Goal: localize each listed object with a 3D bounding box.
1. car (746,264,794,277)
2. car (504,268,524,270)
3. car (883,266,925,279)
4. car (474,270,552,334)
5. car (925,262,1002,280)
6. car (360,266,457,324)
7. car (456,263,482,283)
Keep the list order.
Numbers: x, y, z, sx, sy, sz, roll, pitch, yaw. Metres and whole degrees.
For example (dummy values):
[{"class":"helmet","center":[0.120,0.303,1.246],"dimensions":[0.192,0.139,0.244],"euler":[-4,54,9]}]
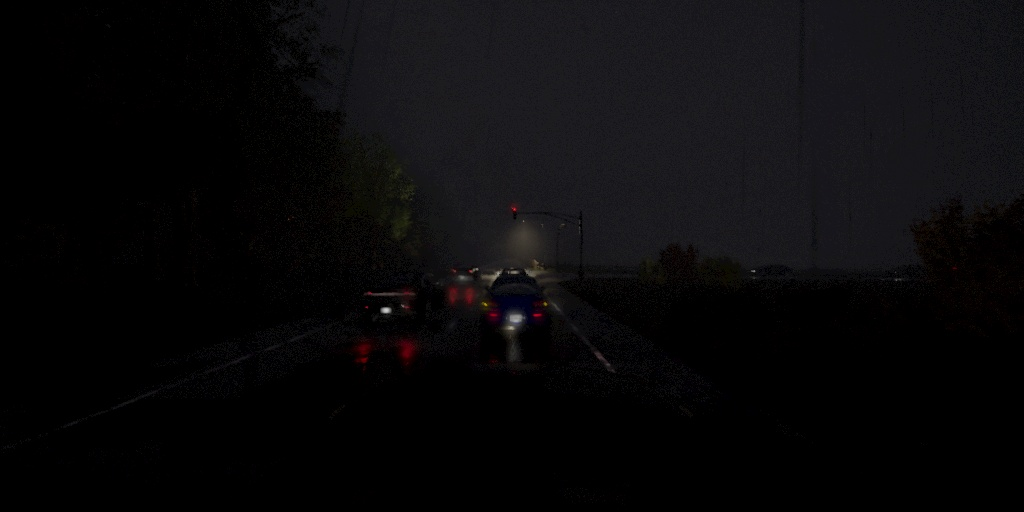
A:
[{"class":"car","center":[30.212,1.695,42.064],"dimensions":[4.892,1.490,1.837],"euler":[1,-1,0]},{"class":"car","center":[0.103,1.343,19.874],"dimensions":[1.994,1.385,4.181],"euler":[0,0,0]},{"class":"car","center":[46.466,1.871,41.952],"dimensions":[4.892,1.490,1.837],"euler":[1,-1,1]},{"class":"car","center":[0.101,1.290,10.600],"dimensions":[1.812,1.442,4.674],"euler":[0,0,0]},{"class":"car","center":[48.557,1.547,38.394],"dimensions":[5.566,2.045,2.150],"euler":[1,-1,0]},{"class":"car","center":[-3.398,1.257,12.098],"dimensions":[2.128,1.511,4.902],"euler":[0,0,0]},{"class":"car","center":[-3.395,1.281,26.916],"dimensions":[2.128,1.511,4.902],"euler":[0,0,0]}]
